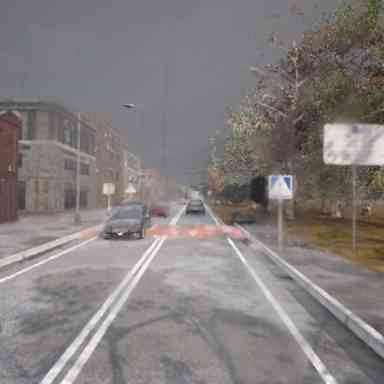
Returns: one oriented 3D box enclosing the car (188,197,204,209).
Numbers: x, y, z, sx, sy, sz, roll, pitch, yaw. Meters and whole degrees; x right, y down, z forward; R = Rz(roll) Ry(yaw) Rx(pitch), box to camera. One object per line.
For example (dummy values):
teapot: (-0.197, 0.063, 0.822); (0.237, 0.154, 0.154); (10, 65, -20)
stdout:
car: (0.538, 1.525, 46.867); (2.128, 1.511, 4.902); (0, 0, 1)

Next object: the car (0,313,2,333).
car: (-3.336, 1.475, 2.094); (1.882, 1.535, 5.008); (0, 0, 1)

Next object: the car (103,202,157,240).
car: (-3.184, 1.373, 17.264); (1.837, 1.490, 4.892); (0, 6, 1)

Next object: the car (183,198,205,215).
car: (0.355, 1.577, 34.313); (1.994, 1.385, 4.181); (0, 0, 1)

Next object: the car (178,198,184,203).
car: (-2.306, 1.933, 76.472); (1.895, 1.301, 4.718); (0, -1, 1)

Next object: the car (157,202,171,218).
car: (-3.020, 1.606, 30.163); (1.895, 1.301, 4.718); (0, 0, 1)
